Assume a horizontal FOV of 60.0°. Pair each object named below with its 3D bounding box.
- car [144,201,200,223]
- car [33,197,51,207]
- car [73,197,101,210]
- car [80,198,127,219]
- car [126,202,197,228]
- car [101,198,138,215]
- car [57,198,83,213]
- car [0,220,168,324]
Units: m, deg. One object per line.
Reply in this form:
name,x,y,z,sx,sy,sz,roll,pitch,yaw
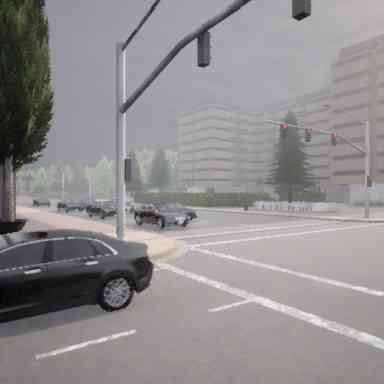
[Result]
car,-1.785,1.547,27.120,2.033,1.411,5.357,0,0,-36
car,-22.856,1.513,50.490,1.837,1.490,4.892,0,0,-36
car,-13.909,1.492,43.946,2.128,1.511,4.902,0,0,-36
car,-7.779,1.547,29.440,2.033,1.411,5.357,0,0,-36
car,-2.076,1.492,21.528,2.128,1.511,4.902,0,0,-35
car,-7.845,1.492,35.519,2.128,1.511,4.902,0,0,-36
car,-14.001,1.547,38.072,2.033,1.411,5.357,0,0,-36
car,-3.058,1.505,6.142,4.892,1.490,1.837,0,0,-36
